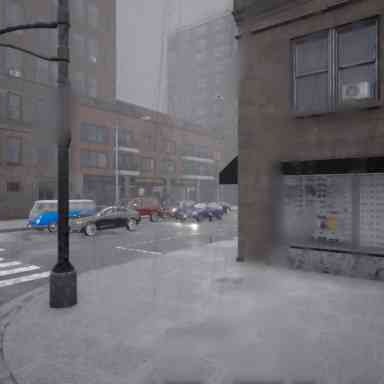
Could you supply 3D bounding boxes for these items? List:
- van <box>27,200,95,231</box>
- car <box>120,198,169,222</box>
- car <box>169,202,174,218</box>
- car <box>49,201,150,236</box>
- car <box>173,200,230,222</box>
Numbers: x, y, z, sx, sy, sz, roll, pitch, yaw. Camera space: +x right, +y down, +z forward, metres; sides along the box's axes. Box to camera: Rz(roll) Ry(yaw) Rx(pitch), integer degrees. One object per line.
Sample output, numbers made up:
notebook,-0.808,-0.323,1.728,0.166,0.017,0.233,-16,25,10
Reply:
van,-7.604,1.358,19.812,1.690,1.788,3.998,0,0,36
car,-4.322,1.337,24.345,2.192,1.841,5.009,0,0,36
car,-1.040,1.466,28.877,1.967,1.590,4.097,0,0,36
car,-5.006,1.509,18.699,2.128,1.511,4.902,0,0,36
car,0.862,1.551,26.805,1.812,1.442,4.674,0,0,36
